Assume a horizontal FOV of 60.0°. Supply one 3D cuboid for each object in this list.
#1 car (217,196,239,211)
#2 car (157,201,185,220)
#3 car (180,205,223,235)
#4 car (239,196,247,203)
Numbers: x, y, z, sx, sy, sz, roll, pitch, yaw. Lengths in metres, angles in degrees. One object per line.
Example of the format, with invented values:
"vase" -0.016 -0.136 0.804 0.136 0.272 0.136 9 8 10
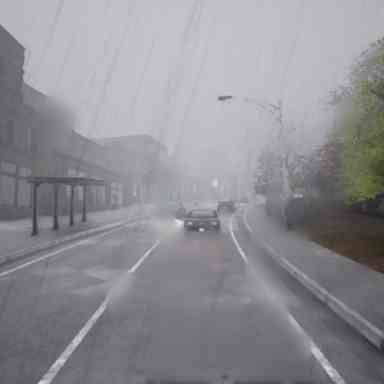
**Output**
"car" 4.322 1.518 41.407 1.837 1.490 4.892 -2 0 13
"car" -1.780 1.587 29.583 1.837 1.490 4.892 -1 0 9
"car" 0.677 1.626 19.075 1.895 1.301 4.718 0 0 5
"car" 10.155 1.555 69.060 2.128 1.511 4.902 -3 -1 24
